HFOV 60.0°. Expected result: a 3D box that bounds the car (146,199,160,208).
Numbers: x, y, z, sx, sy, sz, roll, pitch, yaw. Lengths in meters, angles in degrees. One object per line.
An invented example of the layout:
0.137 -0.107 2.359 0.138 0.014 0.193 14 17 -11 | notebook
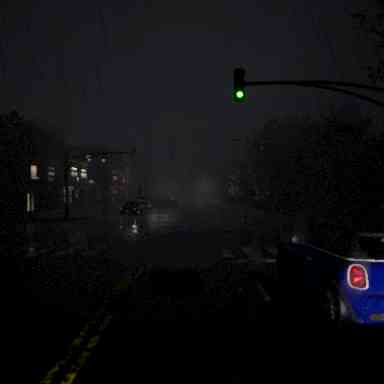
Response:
-6.674 1.936 57.716 1.994 1.385 4.181 0 0 -1 | car

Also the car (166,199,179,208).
-3.420 1.937 57.894 1.994 1.385 4.181 0 0 0 | car

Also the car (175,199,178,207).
-3.403 1.814 48.043 1.837 1.490 4.892 0 0 0 | car

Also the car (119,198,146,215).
-6.640 1.761 36.712 1.812 1.442 4.674 0 0 1 | car

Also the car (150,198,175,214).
-3.378 1.725 38.536 1.882 1.535 5.008 0 0 0 | car

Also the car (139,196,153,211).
-6.654 1.526 47.239 2.150 2.045 5.566 0 0 0 | car

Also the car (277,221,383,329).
3.351 1.398 7.220 2.097 1.767 4.553 0 0 0 | car
